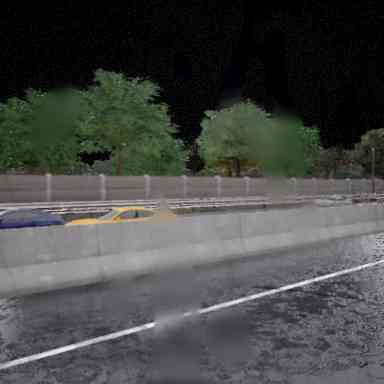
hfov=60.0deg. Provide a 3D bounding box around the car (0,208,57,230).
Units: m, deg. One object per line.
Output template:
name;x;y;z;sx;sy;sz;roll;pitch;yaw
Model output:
car;-8.242;1.502;15.309;4.674;1.442;1.812;-1;0;-35

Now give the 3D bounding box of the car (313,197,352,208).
car;15.434;1.182;36.477;4.718;1.301;1.895;-1;1;-35

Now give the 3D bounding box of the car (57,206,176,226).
car;-3.021;1.406;14.731;5.008;1.535;1.882;-1;0;-35
